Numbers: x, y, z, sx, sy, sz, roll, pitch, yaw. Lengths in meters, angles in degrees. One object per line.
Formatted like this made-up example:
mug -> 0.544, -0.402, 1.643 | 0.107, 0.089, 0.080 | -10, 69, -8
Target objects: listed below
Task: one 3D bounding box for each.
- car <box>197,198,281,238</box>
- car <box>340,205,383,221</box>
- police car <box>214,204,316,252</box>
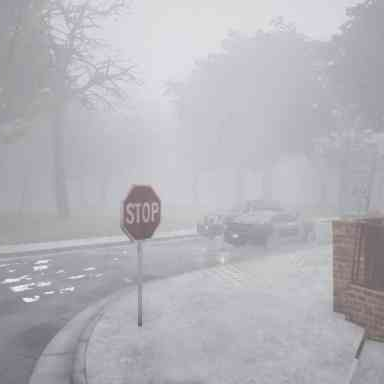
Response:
car -> 2.792, 1.367, 17.663 | 5.566, 2.045, 2.150 | 1, -1, -41
car -> 14.426, 1.820, 27.949 | 5.357, 1.411, 2.033 | 1, -1, -42
police car -> 3.593, 1.518, 14.566 | 5.238, 1.638, 1.930 | 1, -1, -41
